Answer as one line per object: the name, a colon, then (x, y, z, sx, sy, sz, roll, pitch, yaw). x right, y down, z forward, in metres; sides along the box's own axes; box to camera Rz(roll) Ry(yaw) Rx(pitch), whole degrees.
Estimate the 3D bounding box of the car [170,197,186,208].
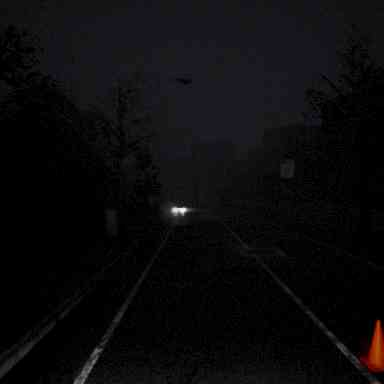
car: (-2.123, 1.495, 49.442, 2.128, 1.511, 4.902, -1, 0, -11)
